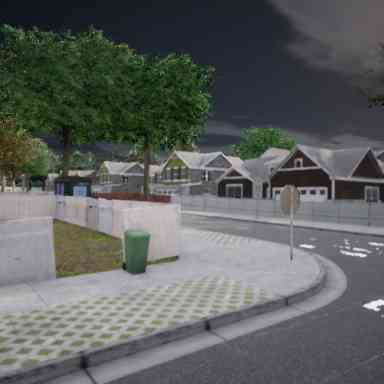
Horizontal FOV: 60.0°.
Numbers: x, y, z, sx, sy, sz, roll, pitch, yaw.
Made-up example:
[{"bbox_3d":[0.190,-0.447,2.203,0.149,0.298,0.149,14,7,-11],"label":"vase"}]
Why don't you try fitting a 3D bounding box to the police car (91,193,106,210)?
[{"bbox_3d":[-10.399,0.921,34.285,1.930,1.638,5.238,1,0,-36],"label":"police car"}]
